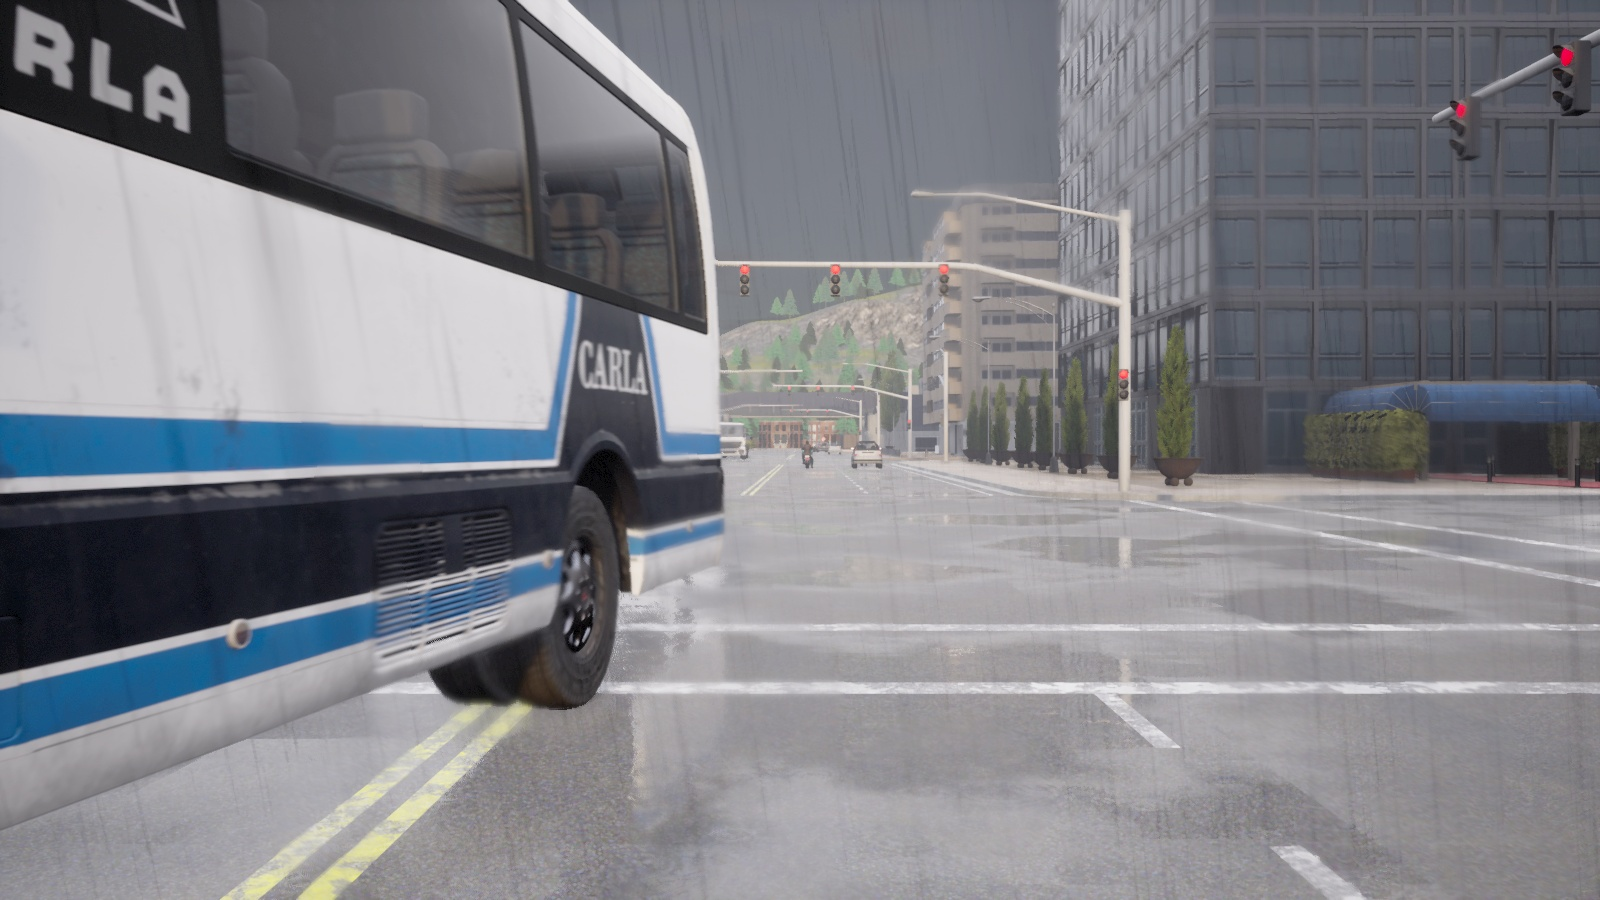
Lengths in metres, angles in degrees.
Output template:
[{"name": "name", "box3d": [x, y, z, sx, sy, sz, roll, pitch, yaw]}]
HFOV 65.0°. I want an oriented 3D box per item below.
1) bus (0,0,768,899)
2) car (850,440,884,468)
[{"name": "bus", "box3d": [-3.158, -0.659, 4.692, 3.944, 4.253, 10.273, 0, 0, 11]}, {"name": "car", "box3d": [3.927, 0.229, 74.133, 1.851, 1.617, 3.988, 0, 0, 1]}]
